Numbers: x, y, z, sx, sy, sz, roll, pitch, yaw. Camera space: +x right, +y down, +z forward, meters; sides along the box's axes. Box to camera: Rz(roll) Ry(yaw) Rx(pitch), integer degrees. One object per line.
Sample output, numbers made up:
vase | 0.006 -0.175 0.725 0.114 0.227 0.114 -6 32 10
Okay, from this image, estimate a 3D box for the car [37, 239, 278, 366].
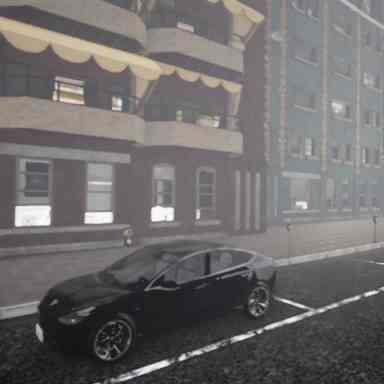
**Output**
car | -0.324 1.582 5.857 4.313 1.339 1.947 0 1 -35
